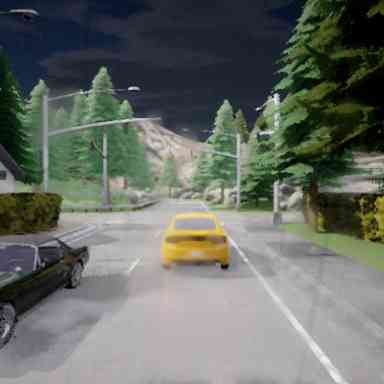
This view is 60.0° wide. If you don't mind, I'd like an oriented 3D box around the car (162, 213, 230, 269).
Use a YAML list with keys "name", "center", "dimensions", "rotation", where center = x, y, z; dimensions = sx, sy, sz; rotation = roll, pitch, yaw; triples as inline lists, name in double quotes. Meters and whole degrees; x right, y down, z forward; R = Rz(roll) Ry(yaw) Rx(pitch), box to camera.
- name: "car"
  center: [0.104, 1.422, 10.999]
  dimensions: [1.882, 1.535, 5.008]
  rotation: [0, 0, 0]

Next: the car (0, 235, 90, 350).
- name: "car"
  center: [-3.546, 1.569, 6.257]
  dimensions: [1.895, 1.301, 4.718]
  rotation: [0, 0, 1]
